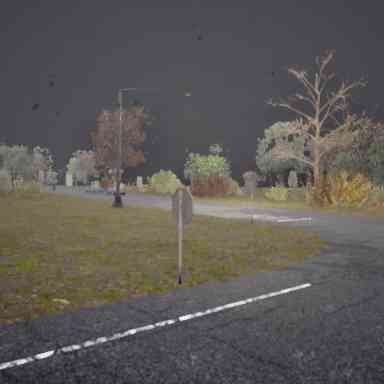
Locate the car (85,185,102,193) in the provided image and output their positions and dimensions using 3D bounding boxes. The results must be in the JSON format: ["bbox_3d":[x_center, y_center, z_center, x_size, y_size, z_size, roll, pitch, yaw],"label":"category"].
[{"bbox_3d":[-17.620,-0.504,59.886,2.033,1.411,5.357,0,2,-36],"label":"car"}]

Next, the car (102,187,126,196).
[{"bbox_3d":[-12.027,-0.179,52.093,1.994,1.385,4.181,0,2,-36],"label":"car"}]
